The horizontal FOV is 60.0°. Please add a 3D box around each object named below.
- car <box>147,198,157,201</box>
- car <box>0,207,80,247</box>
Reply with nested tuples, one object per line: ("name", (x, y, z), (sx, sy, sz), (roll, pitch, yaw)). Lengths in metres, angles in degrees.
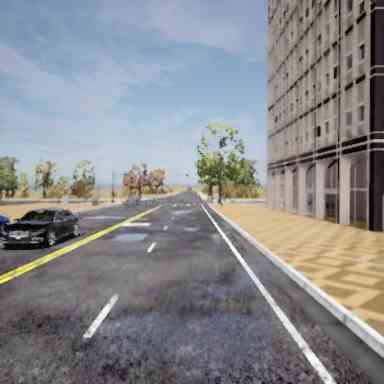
("car", (-6.505, 1.052, 55.840), (2.128, 1.511, 4.902), (0, 0, 0))
("car", (-6.603, 1.490, 15.053), (1.837, 1.490, 4.892), (0, 0, 0))
